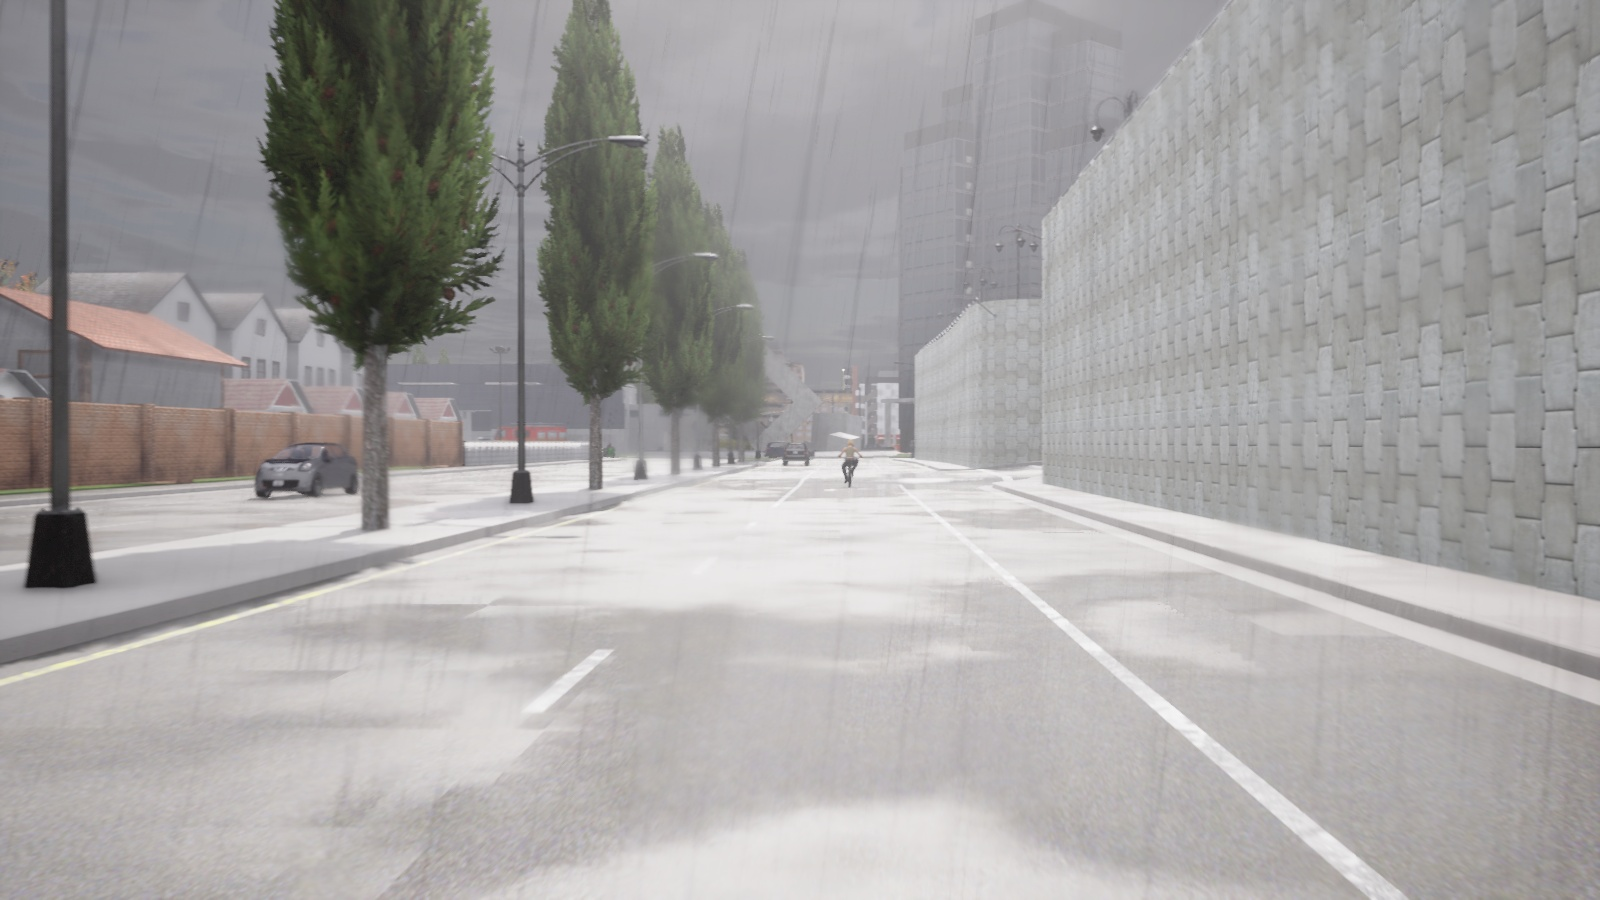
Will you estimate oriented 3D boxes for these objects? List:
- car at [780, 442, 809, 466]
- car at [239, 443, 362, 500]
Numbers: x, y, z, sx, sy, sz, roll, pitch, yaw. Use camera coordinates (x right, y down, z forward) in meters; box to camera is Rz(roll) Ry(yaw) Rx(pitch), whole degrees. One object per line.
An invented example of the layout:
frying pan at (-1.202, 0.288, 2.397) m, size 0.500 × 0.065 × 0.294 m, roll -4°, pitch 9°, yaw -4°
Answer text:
car at (-0.325, 0.255, 83.318) m, size 1.789 × 1.549 × 3.705 m, roll 0°, pitch 0°, yaw 2°
car at (-13.687, 0.550, 34.645) m, size 1.845 × 1.501 × 3.633 m, roll 0°, pitch 0°, yaw 2°
